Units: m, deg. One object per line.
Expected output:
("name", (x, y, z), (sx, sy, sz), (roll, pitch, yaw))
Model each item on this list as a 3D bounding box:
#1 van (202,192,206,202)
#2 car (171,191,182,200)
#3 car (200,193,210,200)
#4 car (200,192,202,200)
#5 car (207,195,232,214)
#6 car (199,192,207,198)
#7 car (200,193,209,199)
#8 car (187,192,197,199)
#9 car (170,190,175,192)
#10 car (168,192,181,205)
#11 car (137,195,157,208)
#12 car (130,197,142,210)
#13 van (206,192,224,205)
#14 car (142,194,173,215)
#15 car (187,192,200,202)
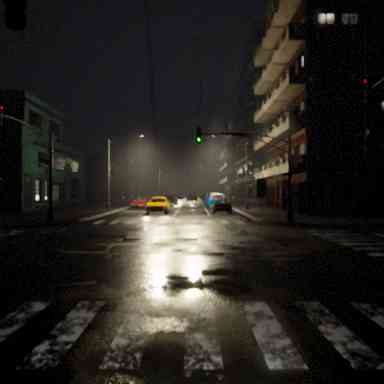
("van", (2.732, 0.917, 47.610), (1.690, 1.788, 3.998), (1, 1, 0))
("car", (-2.963, 1.018, 64.917), (1.895, 1.301, 4.718), (0, 1, 0))
("car", (2.742, 0.927, 69.934), (1.947, 1.339, 4.313), (1, 1, 0))
("car", (2.736, 0.994, 58.942), (1.752, 1.417, 4.829), (1, 1, 0))
("car", (2.720, 1.280, 30.871), (2.008, 1.369, 4.403), (1, 1, 0))
("car", (2.752, 0.736, 86.676), (1.887, 1.381, 4.507), (1, 1, 0))
("car", (2.745, 0.871, 75.514), (1.947, 1.339, 4.313), (1, 1, 0))
("car", (0.039, 0.738, 70.778), (1.994, 1.385, 4.181), (0, 1, 0))
("car", (-5.626, 0.701, 92.219), (1.947, 1.339, 4.313), (1, 1, 0))
("car", (-3.033, 1.083, 47.512), (1.837, 1.490, 4.892), (0, 0, 0))
("car", (-5.654, 1.172, 42.000), (1.887, 1.381, 4.507), (1, 1, 0))
("car", (-5.658, 1.261, 36.420), (1.802, 1.307, 4.206), (1, 1, 0))
("van", (2.726, 1.019, 36.448), (1.690, 1.788, 3.998), (1, 1, 0))
("car", (-3.070, 1.206, 30.928), (1.882, 1.535, 5.008), (0, 1, 0))
("car", (0.035, 1.015, 60.737), (1.994, 1.385, 4.181), (0, 1, 0))
